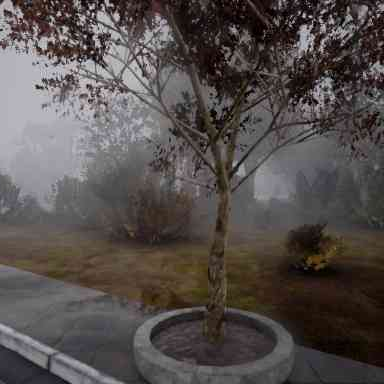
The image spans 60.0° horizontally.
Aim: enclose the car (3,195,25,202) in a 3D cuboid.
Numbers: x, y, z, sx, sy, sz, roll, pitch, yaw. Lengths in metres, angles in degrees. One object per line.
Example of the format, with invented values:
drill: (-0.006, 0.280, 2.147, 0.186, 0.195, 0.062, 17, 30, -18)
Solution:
car: (-22.616, 1.175, 43.304, 1.837, 1.490, 4.892, 1, 0, 32)
